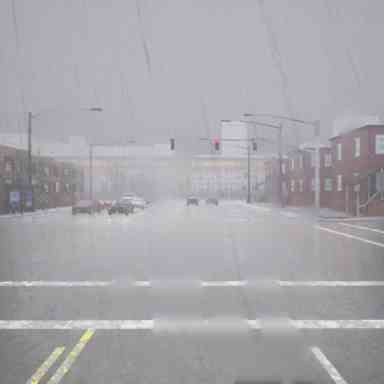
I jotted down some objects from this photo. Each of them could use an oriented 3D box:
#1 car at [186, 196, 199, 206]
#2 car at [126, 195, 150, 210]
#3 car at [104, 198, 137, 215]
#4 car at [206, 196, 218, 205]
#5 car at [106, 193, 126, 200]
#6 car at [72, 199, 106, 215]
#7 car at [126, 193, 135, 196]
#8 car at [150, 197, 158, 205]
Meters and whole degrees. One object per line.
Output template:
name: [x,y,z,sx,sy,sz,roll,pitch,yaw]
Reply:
car: [0.081,1.477,56.335,1.882,1.535,5.008,0,0,0]
car: [-7.104,1.526,43.737,1.812,1.442,4.674,0,0,0]
car: [-7.109,1.601,33.628,1.895,1.301,4.718,0,0,0]
car: [3.477,1.505,58.450,1.837,1.490,4.892,0,0,0]
car: [-10.609,1.352,44.019,2.097,1.767,4.553,0,0,0]
car: [-10.611,1.478,33.853,1.882,1.535,5.008,0,0,0]
car: [-10.601,1.215,55.564,2.150,2.045,5.566,0,1,-1]
car: [-7.076,1.547,57.954,2.033,1.411,5.357,0,0,1]
